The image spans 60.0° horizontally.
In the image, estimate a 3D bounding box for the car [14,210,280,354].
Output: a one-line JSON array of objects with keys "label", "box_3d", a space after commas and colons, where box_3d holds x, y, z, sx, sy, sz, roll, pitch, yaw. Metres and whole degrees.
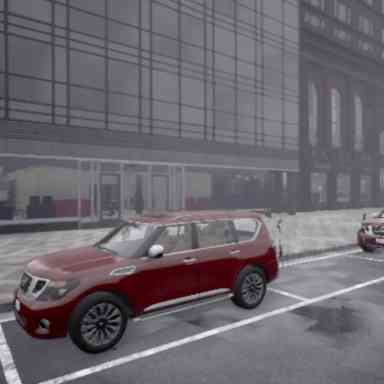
[{"label": "car", "box_3d": [-0.485, 1.316, 6.306, 5.009, 1.841, 2.192, 0, 0, -35]}]

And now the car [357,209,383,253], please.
[{"label": "car", "box_3d": [8.353, 1.316, 12.604, 5.009, 1.841, 2.192, 0, 0, -35]}]
